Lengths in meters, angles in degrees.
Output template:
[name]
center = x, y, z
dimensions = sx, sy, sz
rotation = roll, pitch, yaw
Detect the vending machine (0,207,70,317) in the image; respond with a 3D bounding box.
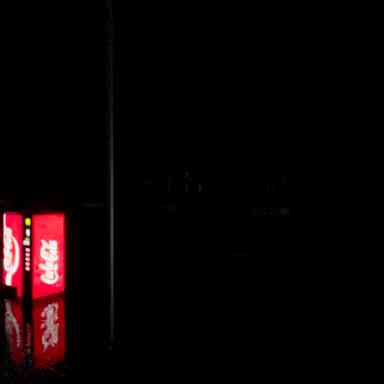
[vending machine]
center = -3.416, 1.415, 7.241
dimensions = 0.880, 2.100, 1.100
rotation = 0, 0, 35
